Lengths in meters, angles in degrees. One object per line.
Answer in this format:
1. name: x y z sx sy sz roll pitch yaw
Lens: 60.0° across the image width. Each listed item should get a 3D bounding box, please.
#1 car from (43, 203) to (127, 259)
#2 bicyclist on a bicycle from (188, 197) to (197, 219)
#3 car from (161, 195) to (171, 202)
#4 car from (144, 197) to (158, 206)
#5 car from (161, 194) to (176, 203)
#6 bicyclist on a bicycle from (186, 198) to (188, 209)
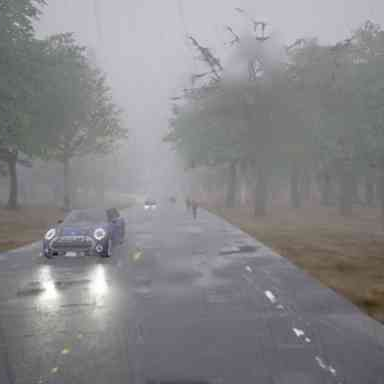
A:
1. car: -3.818 1.346 12.592 2.097 1.767 4.553 0 0 -2
2. bicyclist on a bicycle: 0.188 1.421 26.604 0.582 1.620 1.656 0 0 -3
3. car: -5.984 1.443 76.263 1.895 1.301 4.718 -1 0 -9
4. car: -6.586 1.504 53.599 1.994 1.385 4.181 0 0 -6
5. car: -4.347 1.238 65.141 2.097 1.767 4.553 0 0 -7
6. bicyclist on a bicycle: -0.393 1.407 35.652 0.582 1.620 1.656 0 0 -4
